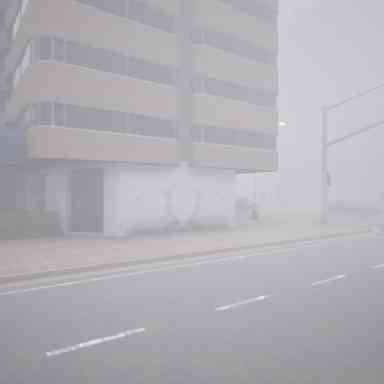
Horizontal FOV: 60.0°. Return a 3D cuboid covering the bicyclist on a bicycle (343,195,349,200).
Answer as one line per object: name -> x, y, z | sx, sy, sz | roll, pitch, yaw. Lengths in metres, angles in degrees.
bicyclist on a bicycle -> 22.047, 1.292, 47.669 | 1.656, 1.620, 0.582 | 0, 0, -36

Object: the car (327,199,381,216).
car -> 15.503, 1.485, 32.099 | 2.128, 1.511, 4.902 | 0, 0, -37

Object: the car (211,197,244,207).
car -> 5.445, 1.540, 52.182 | 2.033, 1.411, 5.357 | 0, 0, -36

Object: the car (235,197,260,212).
car -> 5.911, 1.346, 39.297 | 2.097, 1.767, 4.553 | 0, 0, -36
